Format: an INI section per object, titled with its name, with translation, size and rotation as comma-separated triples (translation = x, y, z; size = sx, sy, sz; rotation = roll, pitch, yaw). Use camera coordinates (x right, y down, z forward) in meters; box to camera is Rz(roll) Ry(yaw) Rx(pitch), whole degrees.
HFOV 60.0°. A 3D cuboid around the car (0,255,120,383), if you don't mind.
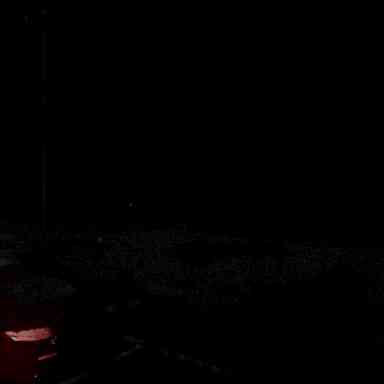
[car]
translation = -2.878, 1.636, 5.014
size = 4.206, 1.307, 1.802
rotation = -1, 0, 36
